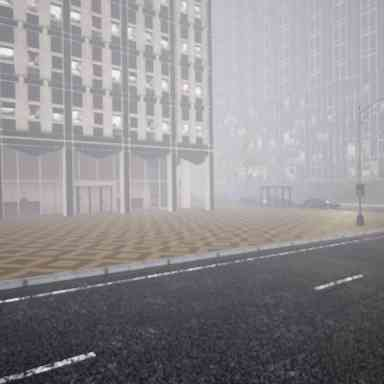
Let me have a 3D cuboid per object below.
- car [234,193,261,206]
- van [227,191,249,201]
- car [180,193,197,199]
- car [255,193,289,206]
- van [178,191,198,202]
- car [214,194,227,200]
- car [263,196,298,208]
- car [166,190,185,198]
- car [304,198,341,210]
[{"bbox_3d":[8.596,1.267,47.968,1.947,1.339,4.313,-1,1,-35],"label":"car"},{"bbox_3d":[9.017,0.790,62.110,1.690,1.788,3.998,-1,1,-35],"label":"van"},{"bbox_3d":[-0.731,0.871,76.103,1.802,1.307,4.206,-1,1,-35],"label":"car"},{"bbox_3d":[11.514,1.020,48.395,2.097,1.767,4.553,-1,1,-35],"label":"car"},{"bbox_3d":[-1.108,0.884,61.984,1.690,1.788,3.998,-1,1,-35],"label":"van"},{"bbox_3d":[5.768,0.978,66.776,1.802,1.307,4.206,-1,1,-35],"label":"car"},{"bbox_3d":[11.797,1.336,43.272,1.802,1.307,4.206,-1,1,-35],"label":"car"},{"bbox_3d":[-3.981,0.550,80.762,2.192,1.841,5.009,-1,1,-35],"label":"car"},{"bbox_3d":[15.033,1.372,38.597,1.947,1.339,4.313,-1,1,-35],"label":"car"}]
